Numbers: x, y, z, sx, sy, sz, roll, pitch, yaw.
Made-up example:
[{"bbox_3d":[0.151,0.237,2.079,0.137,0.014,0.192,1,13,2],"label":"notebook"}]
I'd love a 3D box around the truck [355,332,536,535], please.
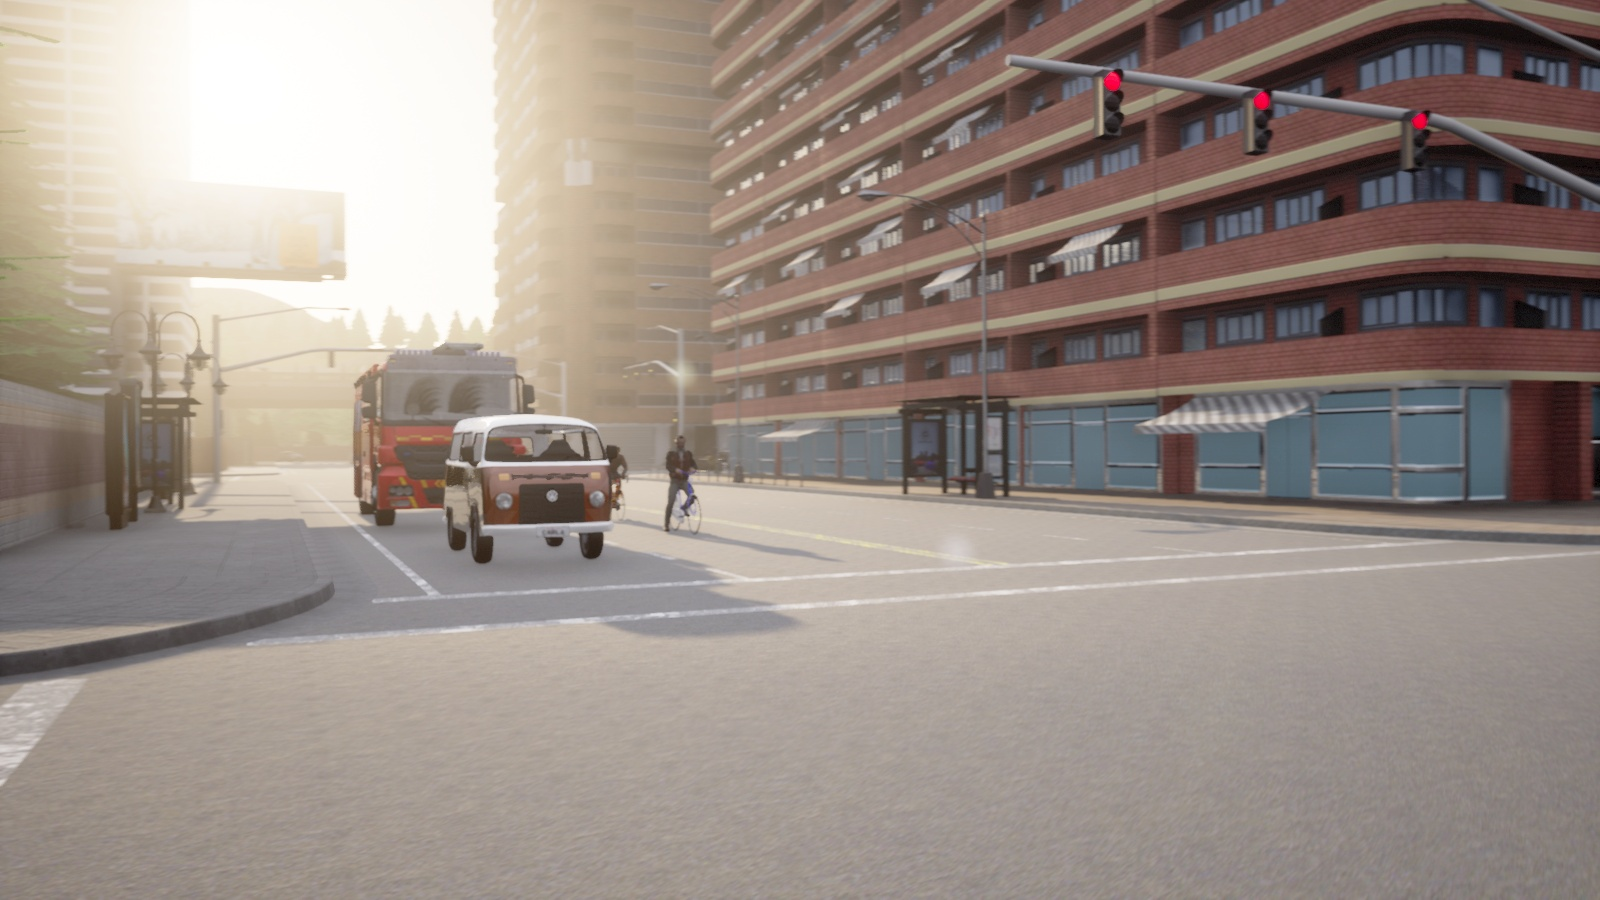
[{"bbox_3d":[-8.206,-0.314,28.230,2.891,3.827,8.468,-1,0,-23],"label":"truck"}]

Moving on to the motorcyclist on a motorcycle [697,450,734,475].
[{"bbox_3d":[-5.354,0.810,79.391,2.191,1.530,0.866,-1,0,-22],"label":"motorcyclist on a motorcycle"}]

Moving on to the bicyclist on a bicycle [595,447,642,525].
[{"bbox_3d":[-3.929,0.751,27.094,0.582,1.620,1.656,-1,0,-23],"label":"bicyclist on a bicycle"}]

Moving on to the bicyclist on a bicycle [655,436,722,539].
[{"bbox_3d":[-2.020,0.649,22.501,0.659,1.776,1.843,-1,0,-23],"label":"bicyclist on a bicycle"}]

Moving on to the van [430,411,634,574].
[{"bbox_3d":[-4.016,0.530,18.181,2.069,2.038,4.480,-1,0,-23],"label":"van"}]
